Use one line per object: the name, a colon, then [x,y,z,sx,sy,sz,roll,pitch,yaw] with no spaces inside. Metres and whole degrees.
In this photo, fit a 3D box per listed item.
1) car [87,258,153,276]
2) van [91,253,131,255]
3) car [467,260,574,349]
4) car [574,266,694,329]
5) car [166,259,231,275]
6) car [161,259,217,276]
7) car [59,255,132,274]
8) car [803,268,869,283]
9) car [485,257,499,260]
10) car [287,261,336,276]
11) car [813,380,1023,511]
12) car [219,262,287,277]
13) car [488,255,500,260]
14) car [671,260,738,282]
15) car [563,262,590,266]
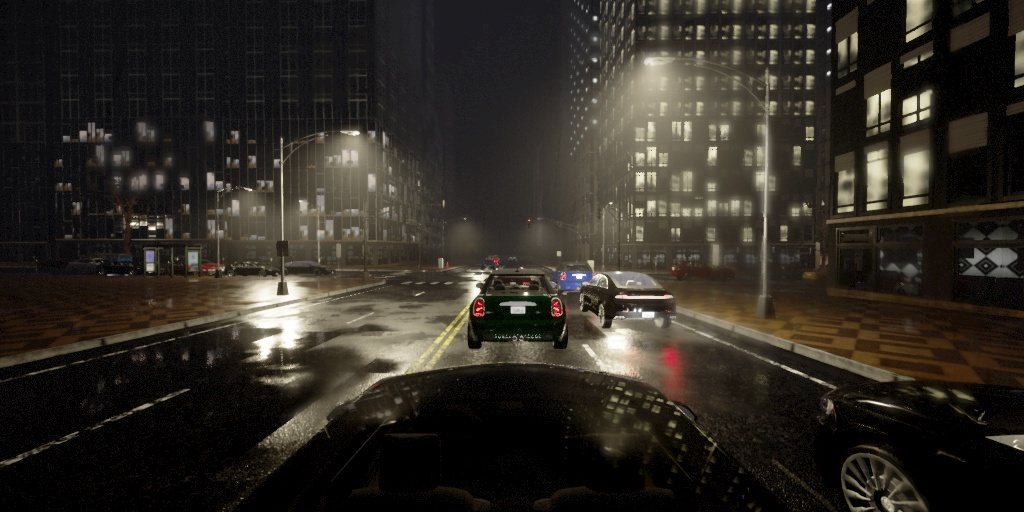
car: [-34.053,1.069,31.676,4.313,1.339,1.948,0,0,1]
van: [-45.231,0.605,40.353,3.998,1.789,1.690,0,0,1]
car: [0.111,1.099,9.306,2.097,1.767,4.553,0,0,0]
car: [3.364,1.237,11.280,2.128,1.511,4.902,0,0,0]
car: [-29.832,1.024,34.216,4.674,1.442,1.812,0,1,2]
car: [-28.372,1.138,31.494,4.207,1.307,1.802,0,0,1]
car: [-39.867,0.933,34.441,4.674,1.442,1.812,1,1,2]
car: [27.684,1.579,30.555,4.829,1.417,1.751,0,0,1]
car: [-3.275,1.241,50.808,1.812,1.442,4.674,0,0,0]
car: [-19.660,1.139,33.980,5.357,1.411,2.033,0,1,0]
car: [3.344,1.242,0.888,2.128,1.511,4.902,0,0,0]
car: [-22.689,1.173,31.353,4.313,1.339,1.948,0,0,1]
car: [-3.243,0.925,61.032,2.150,2.045,5.566,0,0,0]
car: [16.236,1.269,30.769,5.009,1.841,2.192,0,0,1]
car: [3.377,1.092,20.122,2.097,1.767,4.553,0,0,0]
